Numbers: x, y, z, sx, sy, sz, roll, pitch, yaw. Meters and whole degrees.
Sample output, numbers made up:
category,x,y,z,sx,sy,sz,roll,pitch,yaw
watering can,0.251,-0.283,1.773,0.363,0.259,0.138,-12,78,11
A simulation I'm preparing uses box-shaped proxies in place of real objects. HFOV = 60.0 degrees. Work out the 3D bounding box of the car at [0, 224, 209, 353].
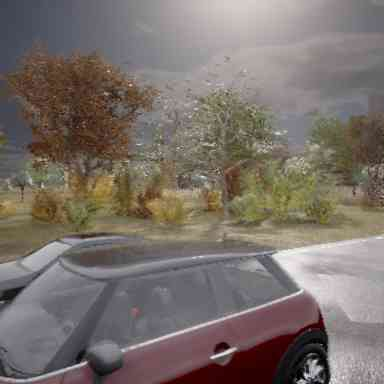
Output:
category,x,y,z,sx,sy,sz,roll,pitch,yaw
car,-2.081,1.521,6.194,4.674,1.442,1.812,0,0,-36

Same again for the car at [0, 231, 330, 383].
category,x,y,z,sx,sy,sz,roll,pitch,yaw
car,-0.760,1.349,3.144,4.553,1.767,2.097,0,0,-36
